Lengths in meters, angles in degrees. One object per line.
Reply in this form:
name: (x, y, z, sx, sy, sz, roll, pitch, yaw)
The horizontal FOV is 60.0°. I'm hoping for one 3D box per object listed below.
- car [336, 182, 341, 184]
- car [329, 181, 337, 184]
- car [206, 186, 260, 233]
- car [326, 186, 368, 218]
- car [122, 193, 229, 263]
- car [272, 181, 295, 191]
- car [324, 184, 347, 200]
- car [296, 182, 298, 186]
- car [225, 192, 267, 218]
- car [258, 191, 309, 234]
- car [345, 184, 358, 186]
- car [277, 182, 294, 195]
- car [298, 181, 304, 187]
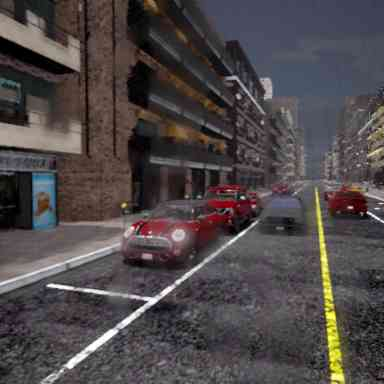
car: (23.087, -0.544, 49.534, 1.887, 1.381, 4.507, 1, 3, 20)
car: (30.916, -1.424, 70.657, 2.008, 1.369, 4.403, 1, 3, 20)
car: (1.531, 0.671, 15.468, 2.192, 1.841, 5.009, 1, 3, 20)
car: (9.491, 0.613, 20.428, 1.882, 1.535, 5.008, 1, 2, 21)
car: (-0.426, 1.016, 10.193, 1.967, 1.590, 4.097, 1, 3, 20)
car: (11.316, -0.432, 41.874, 2.192, 1.841, 5.009, 1, 3, 20)
car: (14.811, 0.136, 34.778, 1.895, 1.301, 4.718, 1, 3, 21)
car: (15.230, -0.645, 52.446, 1.887, 1.381, 4.507, 1, 3, 20)
car: (3.488, 0.717, 20.761, 1.802, 1.307, 4.206, 1, 3, 20)
car: (4.324, 0.904, 15.276, 2.033, 1.411, 5.357, 1, 3, 20)
car: (19.233, -0.128, 39.130, 1.752, 1.417, 4.829, 1, 3, 20)
car: (13.273, -0.528, 47.160, 1.967, 1.590, 4.097, 1, 3, 20)
car: (28.928, -2.190, 89.412, 2.008, 1.369, 4.403, 1, 3, 20)
